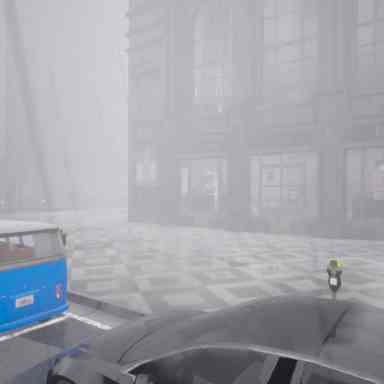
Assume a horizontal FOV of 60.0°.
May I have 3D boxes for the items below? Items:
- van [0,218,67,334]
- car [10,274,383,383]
[{"bbox_3d":[-3.922,1.340,5.882,3.998,1.788,1.690,0,0,36],"label":"van"},{"bbox_3d":[0.671,1.566,2.594,4.313,1.339,1.947,0,0,36],"label":"car"}]
